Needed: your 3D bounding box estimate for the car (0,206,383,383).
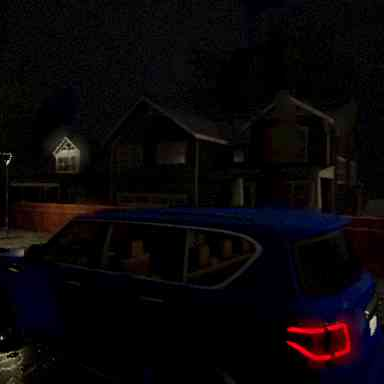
[{"bbox_3d":[-0.620,1.204,4.431,5.566,2.045,2.150,0,0,35],"label":"car"}]
